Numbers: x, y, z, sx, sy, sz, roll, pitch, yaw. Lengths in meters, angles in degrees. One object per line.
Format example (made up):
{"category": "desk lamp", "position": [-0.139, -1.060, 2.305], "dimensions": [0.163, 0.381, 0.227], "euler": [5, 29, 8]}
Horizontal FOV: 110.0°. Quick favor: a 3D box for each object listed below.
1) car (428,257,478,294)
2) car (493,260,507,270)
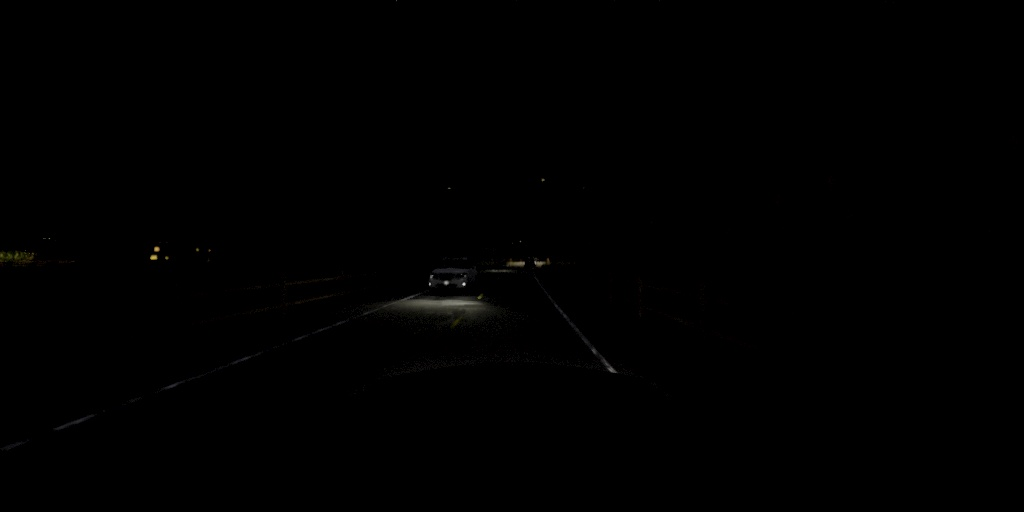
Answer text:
{"category": "car", "position": [-3.334, 1.056, 21.371], "dimensions": [2.150, 2.045, 5.566], "euler": [0, -1, 2]}
{"category": "car", "position": [-1.875, 1.441, 57.780], "dimensions": [1.882, 1.535, 5.008], "euler": [0, 0, 4]}
